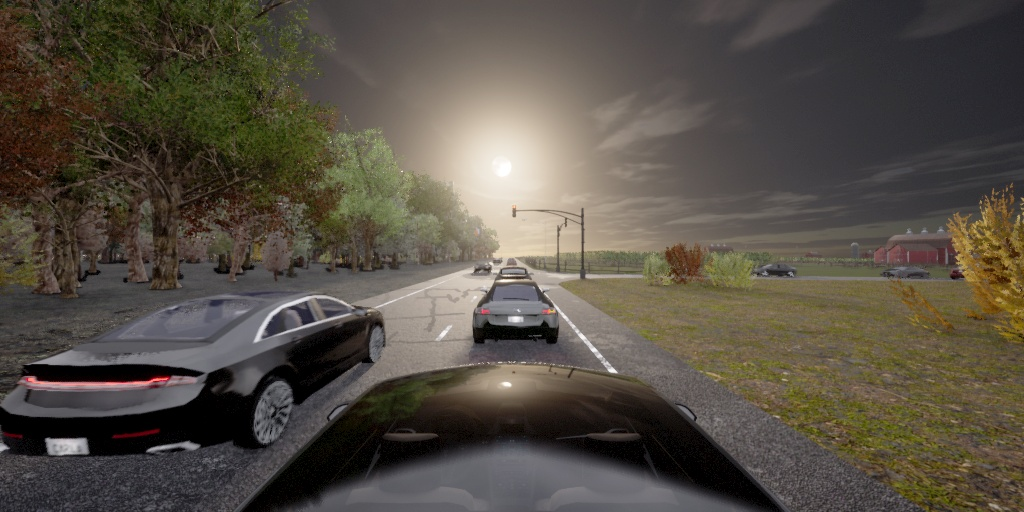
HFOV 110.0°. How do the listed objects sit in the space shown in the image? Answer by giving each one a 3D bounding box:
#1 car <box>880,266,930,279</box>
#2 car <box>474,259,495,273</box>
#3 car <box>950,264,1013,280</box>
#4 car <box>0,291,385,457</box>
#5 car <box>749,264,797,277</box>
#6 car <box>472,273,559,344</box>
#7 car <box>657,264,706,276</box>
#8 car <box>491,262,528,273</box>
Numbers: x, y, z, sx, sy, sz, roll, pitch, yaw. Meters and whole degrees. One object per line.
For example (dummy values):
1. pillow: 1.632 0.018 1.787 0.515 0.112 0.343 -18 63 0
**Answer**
1. car: 44.736 1.859 40.910 4.181 1.385 1.994 1 -1 0
2. car: -3.480 1.357 44.089 1.895 1.301 4.718 0 0 0
3. car: 48.837 1.632 37.332 4.553 1.767 2.097 1 -1 0
4. car: -3.404 1.242 5.164 2.128 1.511 4.902 0 0 0
5. car: 29.721 1.637 40.976 4.892 1.490 1.837 1 -1 0
6. car: 0.083 1.316 9.625 1.994 1.385 4.181 0 0 0
7. car: 19.377 1.566 41.001 5.357 1.411 2.033 1 -1 0
8. car: 0.074 1.259 18.524 1.837 1.490 4.892 0 0 0
